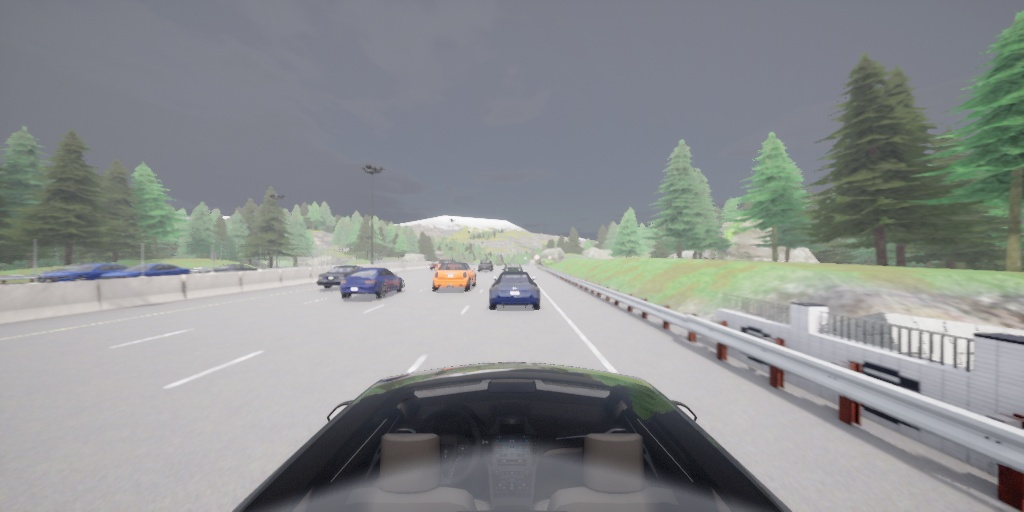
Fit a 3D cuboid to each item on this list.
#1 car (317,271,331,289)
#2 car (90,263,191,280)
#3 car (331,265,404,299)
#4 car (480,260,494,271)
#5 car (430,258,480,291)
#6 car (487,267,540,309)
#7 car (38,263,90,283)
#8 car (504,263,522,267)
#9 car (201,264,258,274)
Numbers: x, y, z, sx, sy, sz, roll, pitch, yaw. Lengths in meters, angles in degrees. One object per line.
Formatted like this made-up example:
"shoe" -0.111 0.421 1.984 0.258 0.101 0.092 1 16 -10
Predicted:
"car" -10.398 1.309 23.112 2.033 1.411 5.357 0 0 0
"car" -24.586 1.240 24.310 1.882 1.535 5.008 0 0 0
"car" -6.897 1.284 17.984 1.812 1.442 4.674 0 0 0
"car" -3.395 1.261 47.508 2.128 1.511 4.902 0 0 0
"car" -3.397 1.113 21.959 2.097 1.767 4.553 0 0 0
"car" 0.104 1.321 15.072 1.994 1.385 4.181 0 0 0
"car" -28.085 1.240 24.210 1.882 1.535 5.008 0 0 0
"car" 0.103 1.363 36.435 1.895 1.301 4.718 0 0 0
"car" -21.080 1.327 26.913 1.994 1.385 4.181 0 0 0
